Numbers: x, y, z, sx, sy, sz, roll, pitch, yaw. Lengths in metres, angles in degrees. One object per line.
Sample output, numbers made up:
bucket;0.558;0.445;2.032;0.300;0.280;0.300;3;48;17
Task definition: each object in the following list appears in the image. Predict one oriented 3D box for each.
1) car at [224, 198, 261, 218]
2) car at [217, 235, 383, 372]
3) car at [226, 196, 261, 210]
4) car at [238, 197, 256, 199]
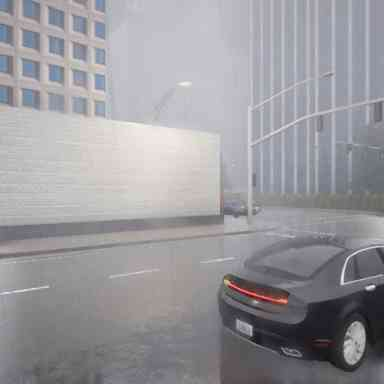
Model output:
car;3.599;1.603;31.575;2.033;1.411;5.357;0;0;-36
car;2.658;1.505;5.696;4.892;1.490;1.837;0;0;-35
car;6.963;1.407;45.246;2.097;1.767;4.553;0;0;-36
car;5.160;1.547;35.407;2.128;1.511;4.902;0;0;-36
